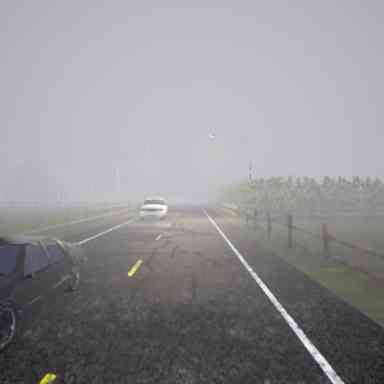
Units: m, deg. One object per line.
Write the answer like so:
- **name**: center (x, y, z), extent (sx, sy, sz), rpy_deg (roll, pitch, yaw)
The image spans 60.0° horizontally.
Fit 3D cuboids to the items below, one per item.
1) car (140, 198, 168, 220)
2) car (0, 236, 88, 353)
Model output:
- **car**: center (-3.503, 1.555, 31.277), extent (2.150, 2.045, 5.566), rpy_deg (0, -1, 0)
- **car**: center (-3.600, 1.607, 6.432), extent (2.033, 1.411, 5.357), rpy_deg (0, -1, -1)
